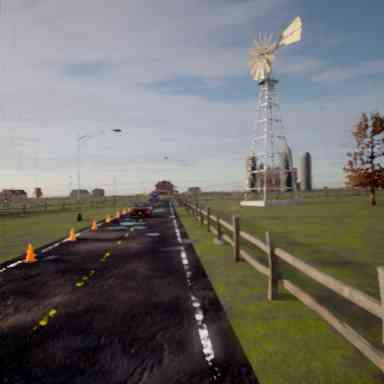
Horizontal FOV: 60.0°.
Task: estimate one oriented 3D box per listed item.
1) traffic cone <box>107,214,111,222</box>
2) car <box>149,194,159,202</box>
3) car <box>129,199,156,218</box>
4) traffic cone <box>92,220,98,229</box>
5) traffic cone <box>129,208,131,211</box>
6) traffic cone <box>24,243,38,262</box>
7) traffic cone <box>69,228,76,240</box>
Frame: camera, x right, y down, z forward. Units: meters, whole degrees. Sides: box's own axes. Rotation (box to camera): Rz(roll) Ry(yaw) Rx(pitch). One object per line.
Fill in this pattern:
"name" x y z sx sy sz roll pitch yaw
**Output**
"traffic cone" -6.599 2.069 26.318 0.340 0.580 0.340 -1 0 -4
"car" -9.188 1.410 80.977 2.150 2.045 5.566 -1 0 -5
"car" -4.653 1.647 30.782 1.994 1.385 4.181 -1 0 -4
"traffic cone" -6.233 2.062 21.331 0.340 0.580 0.340 -1 0 -4
"traffic cone" -7.699 2.095 41.278 0.340 0.580 0.340 -1 0 -4
"traffic cone" -5.500 2.049 11.357 0.340 0.580 0.340 -1 0 -4
"traffic cone" -5.866 2.055 16.343 0.340 0.580 0.340 -1 0 -4
